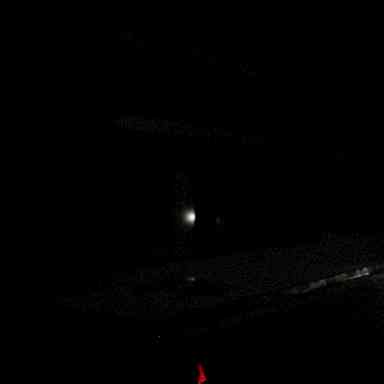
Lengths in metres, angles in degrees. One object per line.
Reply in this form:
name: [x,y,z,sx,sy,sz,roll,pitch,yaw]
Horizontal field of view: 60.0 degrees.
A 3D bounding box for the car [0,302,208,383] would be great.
car: [-1.859,1.565,2.045,4.181,1.385,1.994,0,0,-35]
